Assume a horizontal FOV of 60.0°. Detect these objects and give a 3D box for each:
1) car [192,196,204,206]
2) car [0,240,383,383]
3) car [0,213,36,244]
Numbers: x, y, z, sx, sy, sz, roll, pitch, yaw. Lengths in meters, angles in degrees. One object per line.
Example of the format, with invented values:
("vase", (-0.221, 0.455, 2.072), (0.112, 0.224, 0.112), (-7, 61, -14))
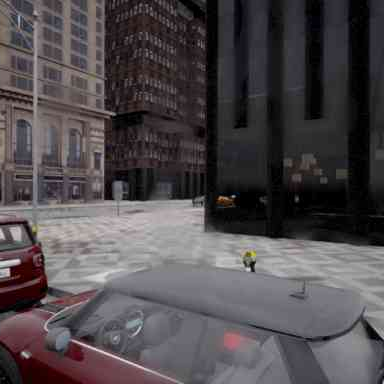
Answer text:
("car", (1.930, 1.374, 52.075), (2.128, 1.511, 4.902), (0, 0, 36))
("car", (-0.259, 1.440, 3.144), (4.097, 1.590, 1.967), (0, 0, 35))
("car", (-4.821, 1.314, 6.396), (5.009, 1.841, 2.192), (0, 0, 35))
